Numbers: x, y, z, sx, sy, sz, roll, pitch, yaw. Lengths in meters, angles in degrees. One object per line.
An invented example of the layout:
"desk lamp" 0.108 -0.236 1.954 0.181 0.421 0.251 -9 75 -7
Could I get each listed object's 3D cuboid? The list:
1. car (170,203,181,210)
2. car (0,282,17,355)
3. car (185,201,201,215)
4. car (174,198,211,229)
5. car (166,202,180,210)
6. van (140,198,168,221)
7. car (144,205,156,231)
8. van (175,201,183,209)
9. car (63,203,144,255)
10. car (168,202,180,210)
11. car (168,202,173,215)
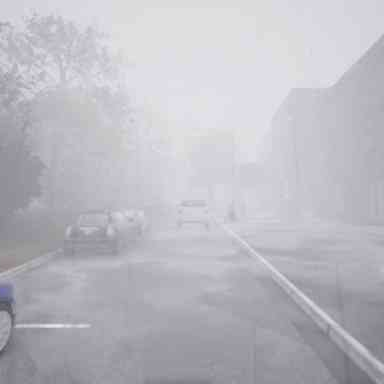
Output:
"car" -3.658 3.183 75.447 2.163 1.488 4.792 0 -2 2
"car" -3.654 1.513 3.059 2.097 1.535 5.008 0 -1 2
"car" 0.094 1.951 41.229 1.837 1.490 4.892 0 -1 0
"car" 0.097 1.474 24.025 2.150 2.045 5.566 0 -1 0
"car" -3.646 2.732 64.288 2.097 1.535 5.008 1 -2 2
"van" -3.654 1.585 31.035 1.878 1.987 4.442 0 -1 2
"car" -3.656 1.730 19.772 2.002 1.452 4.674 0 -1 2
"van" -3.639 3.532 92.249 1.878 1.987 4.442 1 -2 2
"car" -3.657 1.505 14.175 2.185 1.767 4.553 0 -1 2
"car" -3.654 2.942 69.845 2.097 1.535 5.008 0 -2 2
"car" -3.660 1.743 36.456 2.185 1.767 4.553 0 -1 2
